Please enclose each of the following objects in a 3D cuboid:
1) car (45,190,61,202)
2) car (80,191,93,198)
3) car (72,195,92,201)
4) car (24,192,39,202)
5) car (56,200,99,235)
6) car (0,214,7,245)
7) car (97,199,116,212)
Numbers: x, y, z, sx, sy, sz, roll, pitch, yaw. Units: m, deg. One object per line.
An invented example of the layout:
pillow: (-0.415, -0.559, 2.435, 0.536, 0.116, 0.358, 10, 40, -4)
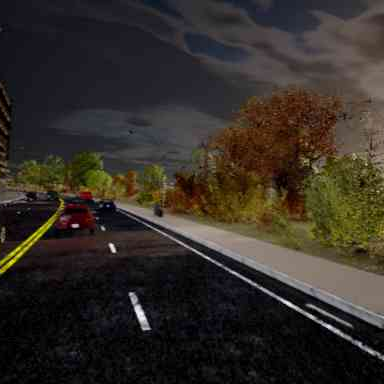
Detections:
car: (-23.810, 0.698, 56.947, 2.150, 2.045, 5.566, 3, -1, -21)
car: (-22.567, 0.917, 70.976, 2.150, 2.045, 5.566, 3, -1, -24)
car: (-12.271, 1.360, 35.743, 2.033, 1.411, 5.357, 3, -1, -20)
car: (-26.843, 0.816, 55.731, 1.837, 1.490, 4.892, 3, -1, -21)
car: (-6.294, 1.429, 18.133, 1.812, 1.442, 4.674, 3, -1, -18)
car: (-7.725, 1.242, 11.328, 2.128, 1.511, 4.902, 3, -1, -17)
car: (-10.141, 1.525, 39.383, 1.994, 1.385, 4.181, 3, -1, -20)
